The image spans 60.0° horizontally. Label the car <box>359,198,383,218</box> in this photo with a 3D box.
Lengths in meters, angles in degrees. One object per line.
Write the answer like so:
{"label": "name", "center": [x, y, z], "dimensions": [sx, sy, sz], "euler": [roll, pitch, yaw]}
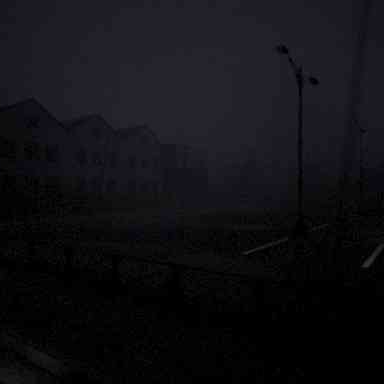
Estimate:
{"label": "car", "center": [14.962, 1.292, 27.142], "dimensions": [2.007, 1.523, 4.514], "euler": [0, 0, 35]}
